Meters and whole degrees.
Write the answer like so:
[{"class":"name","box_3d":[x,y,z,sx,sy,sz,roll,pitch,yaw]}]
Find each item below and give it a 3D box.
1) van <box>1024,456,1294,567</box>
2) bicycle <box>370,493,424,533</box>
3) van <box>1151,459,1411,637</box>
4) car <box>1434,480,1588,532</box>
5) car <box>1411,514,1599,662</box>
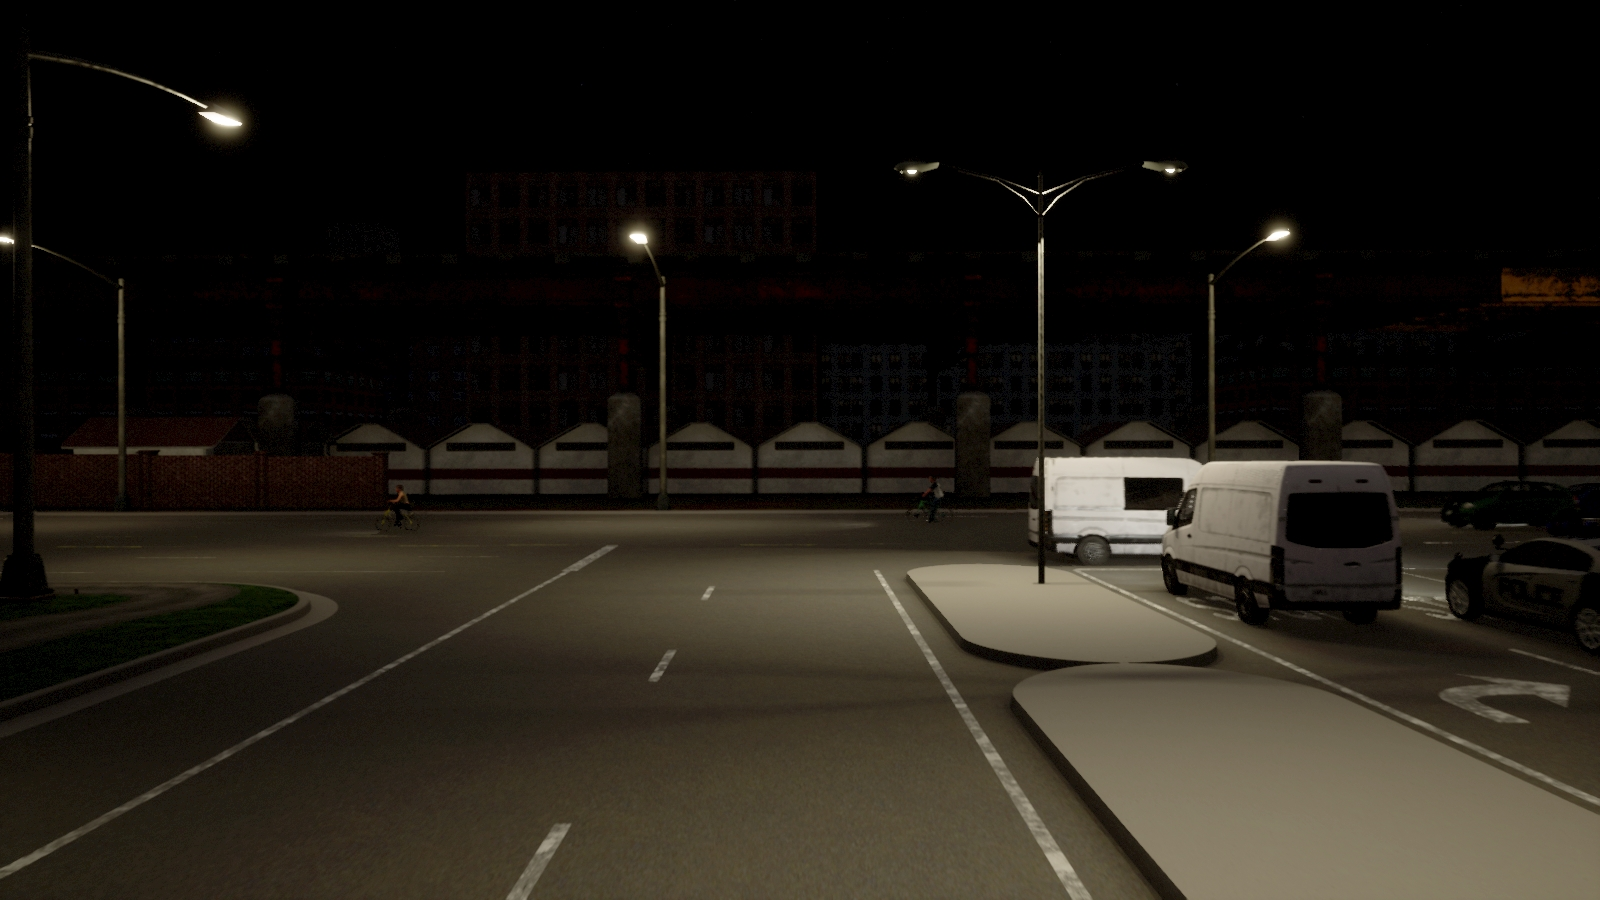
[{"class":"van","box_3d":[8.597,1.450,27.703,5.915,2.561,1.988,0,0,0]},{"class":"bicycle","box_3d":[-13.496,2.111,38.276,1.487,1.301,0.859,0,0,0]},{"class":"van","box_3d":[7.989,1.467,19.764,1.988,2.561,5.915,0,0,0]},{"class":"car","box_3d":[23.677,1.847,38.141,3.988,1.617,1.851,0,0,0]},{"class":"car","box_3d":[11.377,1.910,16.702,2.097,1.638,5.238,0,0,0]}]
